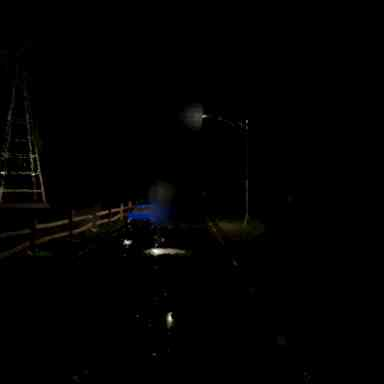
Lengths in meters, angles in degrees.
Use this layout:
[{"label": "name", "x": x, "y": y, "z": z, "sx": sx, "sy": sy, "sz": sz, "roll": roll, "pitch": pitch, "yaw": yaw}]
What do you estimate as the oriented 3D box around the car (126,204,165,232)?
[{"label": "car", "x": -2.821, "y": 1.527, "z": 20.825, "sx": 1.882, "sy": 1.535, "sz": 5.008, "roll": 0, "pitch": 0, "yaw": 0}]
